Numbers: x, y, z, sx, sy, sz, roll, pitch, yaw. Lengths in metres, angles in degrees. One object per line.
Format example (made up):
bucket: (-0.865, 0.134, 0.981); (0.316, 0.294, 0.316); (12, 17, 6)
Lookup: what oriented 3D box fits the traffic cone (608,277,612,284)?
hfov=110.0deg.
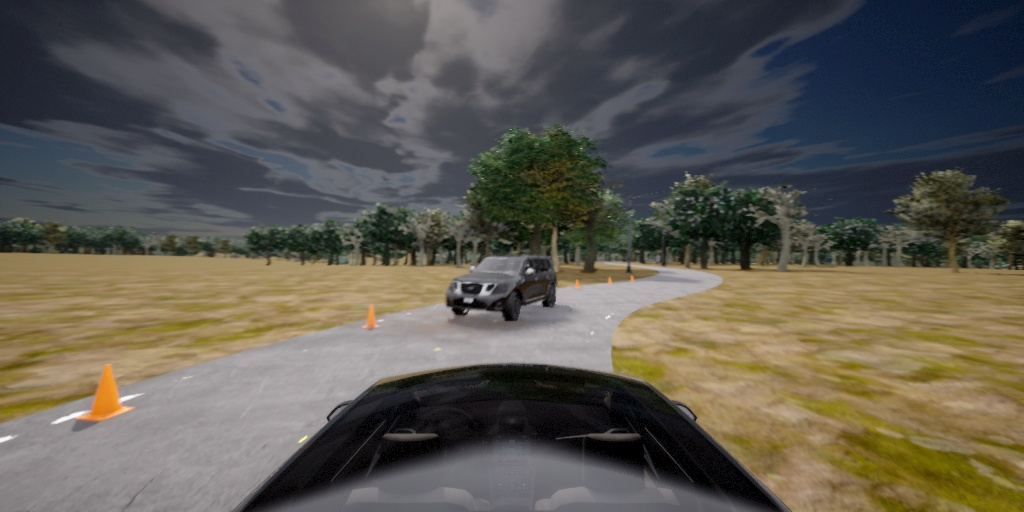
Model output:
traffic cone: (7.438, 1.854, 27.239); (0.340, 0.580, 0.340); (0, 0, 39)

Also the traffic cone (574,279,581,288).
traffic cone: (4.258, 1.781, 23.455); (0.340, 0.580, 0.340); (0, 0, 40)

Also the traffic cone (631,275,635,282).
traffic cone: (10.413, 1.917, 31.090); (0.340, 0.580, 0.340); (0, 0, 36)

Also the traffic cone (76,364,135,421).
traffic cone: (-4.828, 1.586, 4.271); (0.340, 0.580, 0.340); (0, 0, 6)

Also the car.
car: (-0.065, 0.957, 12.895); (2.150, 2.045, 5.566); (1, 0, 26)

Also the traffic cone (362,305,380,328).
traffic cone: (-3.782, 1.602, 9.629); (0.340, 0.580, 0.340); (0, 0, 16)
